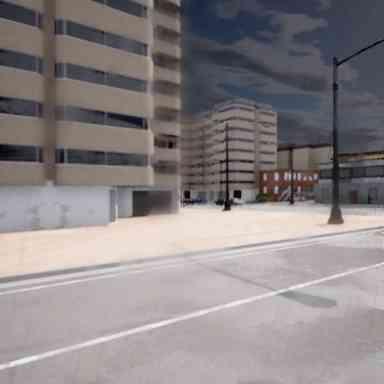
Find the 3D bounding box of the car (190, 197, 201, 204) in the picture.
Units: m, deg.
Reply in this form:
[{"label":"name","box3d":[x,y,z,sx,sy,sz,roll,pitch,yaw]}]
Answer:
[{"label":"car","box3d":[-1.107,2.008,73.960,2.033,1.411,5.357,0,0,-37]}]

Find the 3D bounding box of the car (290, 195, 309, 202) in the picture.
[{"label":"car","box3d":[23.472,1.471,72.825,1.970,1.475,3.806,0,-1,-37]}]

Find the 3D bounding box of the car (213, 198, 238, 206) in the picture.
[{"label":"car","box3d":[6.033,1.997,64.510,1.837,1.490,4.892,0,-2,-36]}]

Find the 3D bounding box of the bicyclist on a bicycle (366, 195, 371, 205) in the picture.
[{"label":"bicyclist on a bicycle","box3d":[27.413,1.240,51.580,1.656,1.620,0.582,-1,0,-37]}]

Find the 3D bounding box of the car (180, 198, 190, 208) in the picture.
[{"label":"car","box3d":[-2.917,2.092,58.802,1.812,1.442,4.674,0,-1,-36]}]

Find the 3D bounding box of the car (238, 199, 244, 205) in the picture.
[{"label":"car","box3d":[8.518,2.013,67.040,1.812,1.442,4.674,0,-1,-36]}]

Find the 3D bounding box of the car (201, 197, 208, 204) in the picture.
[{"label":"car","box3d":[1.692,1.973,76.061,1.812,1.442,4.674,0,0,-37]}]

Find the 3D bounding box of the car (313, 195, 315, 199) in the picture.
[{"label":"car","box3d":[30.593,1.056,76.823,2.152,1.636,5.027,0,0,-37]}]
